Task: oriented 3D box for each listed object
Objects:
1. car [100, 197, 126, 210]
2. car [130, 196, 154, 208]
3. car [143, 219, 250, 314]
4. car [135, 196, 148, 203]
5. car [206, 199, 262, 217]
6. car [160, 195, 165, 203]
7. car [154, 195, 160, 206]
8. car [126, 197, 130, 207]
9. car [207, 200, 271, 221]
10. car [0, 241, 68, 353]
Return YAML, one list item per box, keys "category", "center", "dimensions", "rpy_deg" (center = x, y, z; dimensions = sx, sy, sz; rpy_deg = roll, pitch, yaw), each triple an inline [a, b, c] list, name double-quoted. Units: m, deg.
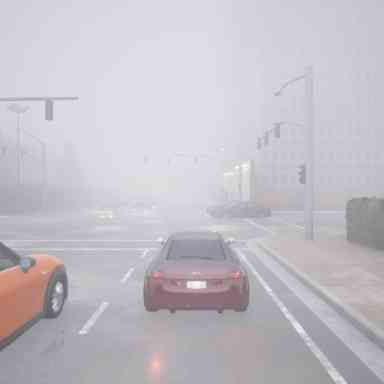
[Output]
- category: "car"
  center: [-10.535, 1.491, 43.553]
  dimensions: [2.128, 1.511, 4.902]
  rpy_deg: [0, 0, 1]
- category: "car"
  center: [-7.012, 1.352, 47.151]
  dimensions: [2.097, 1.767, 4.553]
  rpy_deg: [0, 0, 0]
- category: "car"
  center: [0.090, 1.564, 7.720]
  dimensions: [1.994, 1.385, 4.181]
  rpy_deg: [0, 0, 0]
- category: "car"
  center: [-10.394, 1.601, 68.523]
  dimensions: [1.895, 1.301, 4.718]
  rpy_deg: [0, 0, 0]
- category: "car"
  center: [3.891, 1.519, 31.463]
  dimensions: [5.008, 1.535, 1.882]
  rpy_deg: [1, 0, 0]
- category: "car"
  center: [-6.893, 1.352, 68.939]
  dimensions: [2.097, 1.767, 4.553]
  rpy_deg: [0, 0, 0]
- category: "car"
  center: [-6.995, 1.504, 56.093]
  dimensions: [1.837, 1.490, 4.892]
  rpy_deg: [0, 0, 0]
- category: "car"
  center: [-10.507, 1.477, 52.754]
  dimensions: [1.882, 1.535, 5.008]
  rpy_deg: [0, 0, 0]
- category: "car"
  center: [3.994, 1.521, 27.393]
  dimensions: [5.008, 1.535, 1.882]
  rpy_deg: [1, 0, -9]
- category: "car"
  center: [-3.432, 1.352, 4.547]
  dimensions: [2.097, 1.767, 4.553]
  rpy_deg: [0, 0, 1]
